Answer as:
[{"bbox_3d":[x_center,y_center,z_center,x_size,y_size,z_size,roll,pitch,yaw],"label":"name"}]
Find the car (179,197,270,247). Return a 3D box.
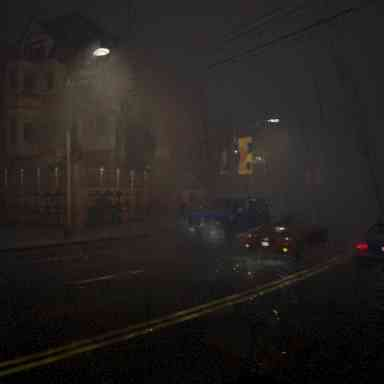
[{"bbox_3d":[1.796,1.254,15.786,2.150,2.045,5.566,0,0,40],"label":"car"}]

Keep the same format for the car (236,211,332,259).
[{"bbox_3d":[3.796,1.581,12.819,1.994,1.385,4.181,0,0,41],"label":"car"}]

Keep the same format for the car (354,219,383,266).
[{"bbox_3d":[6.744,1.547,10.652,2.033,1.411,5.357,0,0,40],"label":"car"}]
